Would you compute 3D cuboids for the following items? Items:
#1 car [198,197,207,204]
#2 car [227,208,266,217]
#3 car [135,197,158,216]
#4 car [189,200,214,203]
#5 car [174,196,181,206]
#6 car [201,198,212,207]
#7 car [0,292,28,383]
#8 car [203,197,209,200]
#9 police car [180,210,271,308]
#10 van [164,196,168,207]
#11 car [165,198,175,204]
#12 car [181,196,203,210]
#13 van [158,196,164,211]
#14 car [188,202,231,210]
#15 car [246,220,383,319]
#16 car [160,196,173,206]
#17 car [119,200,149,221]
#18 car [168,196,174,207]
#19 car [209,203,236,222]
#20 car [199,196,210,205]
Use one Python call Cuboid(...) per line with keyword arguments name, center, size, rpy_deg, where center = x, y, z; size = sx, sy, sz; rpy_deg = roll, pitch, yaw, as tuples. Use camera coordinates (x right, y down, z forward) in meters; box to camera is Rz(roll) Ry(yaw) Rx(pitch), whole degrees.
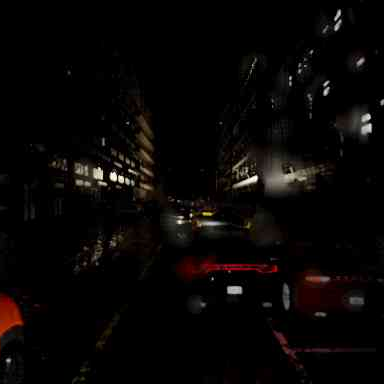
Cuboid(name="car", center=(2.661, 2.086, 84.883), size=(1.967, 1.590, 4.097), rpy_deg=(1, -1, 0))
Cuboid(name="car", center=(2.603, 1.602, 13.154), size=(1.752, 1.417, 4.829), rpy_deg=(1, 0, 0))
Cuboid(name="car", center=(-5.244, 1.540, 35.180), size=(2.192, 1.841, 5.009), rpy_deg=(2, 0, 0))
Cuboid(name="car", center=(0.857, 1.605, 24.318), size=(1.801, 1.575, 5.366), rpy_deg=(0, 0, 0))
Cuboid(name="car", center=(-2.668, 1.958, 63.981), size=(1.837, 1.490, 4.892), rpy_deg=(0, -1, 0))
Cuboid(name="car", center=(2.675, 1.884, 62.759), size=(1.967, 1.590, 4.097), rpy_deg=(1, -1, 0))
Cuboid(name="car", center=(-2.849, 1.362, 1.730), size=(2.097, 1.767, 4.553), rpy_deg=(0, 0, 0))
Cuboid(name="car", center=(2.652, 1.895, 51.697), size=(1.887, 1.381, 4.507), rpy_deg=(1, 0, 0))
Cuboid(name="police car", center=(0.721, 1.473, 8.229), size=(1.930, 1.638, 5.238), rpy_deg=(0, 0, 0))
Cuboid(name="van", center=(-5.224, 1.692, 51.770), size=(1.690, 1.788, 3.998), rpy_deg=(1, 0, 0))
Cuboid(name="car", center=(-5.195, 2.159, 79.420), size=(1.947, 1.339, 4.313), rpy_deg=(1, -1, 0))
Cuboid(name="car", center=(0.063, 1.515, 44.556), size=(2.150, 2.045, 5.566), rpy_deg=(0, 0, 0))
Cuboid(name="van", center=(-5.230, 1.647, 46.238), size=(1.690, 1.788, 3.998), rpy_deg=(2, 0, 0))
Cuboid(name="car", center=(0.849, 1.565, 18.315), size=(1.801, 1.575, 5.366), rpy_deg=(0, 0, 0))
Cuboid(name="car", center=(2.595, 1.588, 7.452), size=(1.887, 1.381, 4.507), rpy_deg=(1, 0, 0))
Cuboid(name="car", center=(-5.202, 1.807, 68.360), size=(2.192, 1.841, 5.009), rpy_deg=(1, 0, 0))
Cuboid(name="car", center=(-5.257, 1.710, 29.477), size=(1.752, 1.417, 4.829), rpy_deg=(2, 0, 0))
Cuboid(name="car", center=(-5.209, 1.759, 62.830), size=(2.192, 1.841, 5.009), rpy_deg=(1, 0, 0))
Cuboid(name="car", center=(2.623, 1.731, 29.573), size=(1.887, 1.381, 4.507), rpy_deg=(1, 0, 0))
Cuboid(name="car", center=(2.651, 1.856, 73.821), size=(2.192, 1.841, 5.009), rpy_deg=(1, -1, 0))
